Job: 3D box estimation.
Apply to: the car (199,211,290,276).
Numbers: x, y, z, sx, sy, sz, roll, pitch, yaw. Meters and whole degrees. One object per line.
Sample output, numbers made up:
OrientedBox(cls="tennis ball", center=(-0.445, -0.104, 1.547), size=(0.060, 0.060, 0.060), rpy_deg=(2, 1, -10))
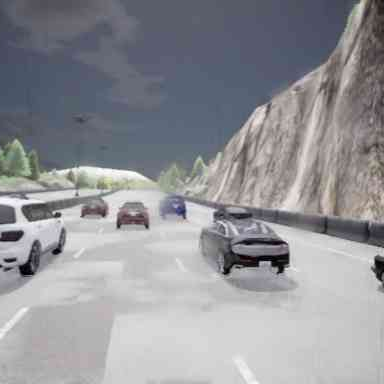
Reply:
OrientedBox(cls="car", center=(1.490, 1.641, 10.945), size=(2.128, 1.511, 4.902), rpy_deg=(1, 0, -9))

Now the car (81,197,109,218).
OrientedBox(cls="car", center=(-8.856, 1.353, 30.735), size=(2.097, 1.767, 4.553), rpy_deg=(1, 0, -9))

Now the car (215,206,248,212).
OrientedBox(cls="car", center=(2.856, 1.741, 24.189), size=(1.882, 1.535, 5.008), rpy_deg=(1, 0, -9))

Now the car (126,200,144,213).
OrientedBox(cls="car", center=(-6.733, 1.649, 39.351), size=(1.895, 1.301, 4.718), rpy_deg=(1, 0, -9))

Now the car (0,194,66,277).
OrientedBox(cls="car", center=(-5.484, 1.206, 10.257), size=(2.150, 2.045, 5.566), rpy_deg=(1, 0, -9))

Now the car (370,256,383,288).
OrientedBox(cls="car", center=(5.778, 1.804, 6.414), size=(1.895, 1.301, 4.718), rpy_deg=(1, -1, -9))

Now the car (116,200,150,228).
OrientedBox(cls="car", center=(-4.041, 1.449, 23.022), size=(2.097, 1.767, 4.553), rpy_deg=(1, 0, -9))

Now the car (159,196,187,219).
OrientedBox(cls="car", center=(-1.851, 1.392, 31.286), size=(2.150, 2.045, 5.566), rpy_deg=(1, 0, -9))
